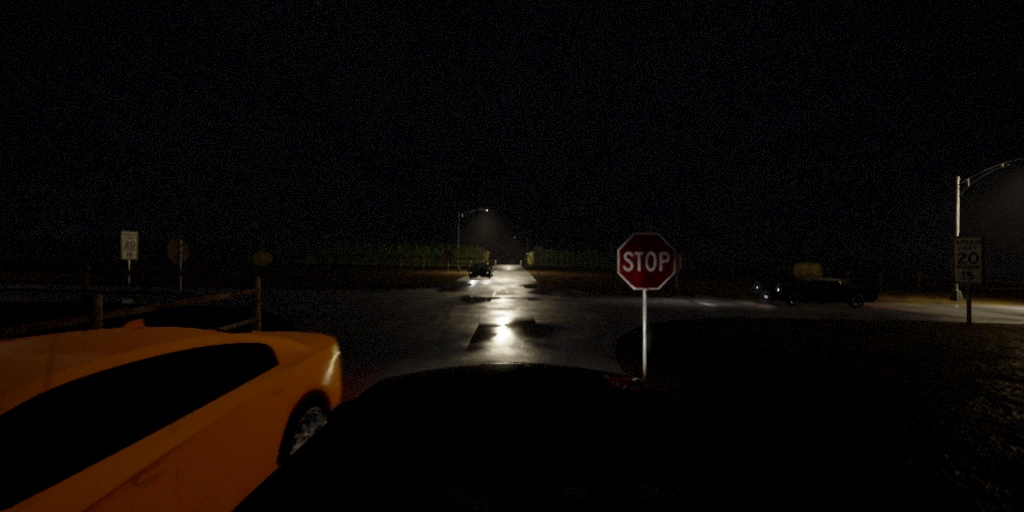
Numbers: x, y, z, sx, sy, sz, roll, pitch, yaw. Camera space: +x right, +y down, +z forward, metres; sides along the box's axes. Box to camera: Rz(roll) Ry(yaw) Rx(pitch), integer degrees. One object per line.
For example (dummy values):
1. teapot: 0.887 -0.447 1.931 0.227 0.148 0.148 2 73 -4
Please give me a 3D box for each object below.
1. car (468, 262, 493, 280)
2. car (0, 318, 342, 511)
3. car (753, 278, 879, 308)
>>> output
1. car: -2.652 1.275 31.642 2.033 1.411 5.357 0 0 0
2. car: -2.752 1.230 1.785 1.882 1.535 5.008 0 0 0
3. car: 14.459 1.700 17.289 4.718 1.301 1.895 1 -1 0
